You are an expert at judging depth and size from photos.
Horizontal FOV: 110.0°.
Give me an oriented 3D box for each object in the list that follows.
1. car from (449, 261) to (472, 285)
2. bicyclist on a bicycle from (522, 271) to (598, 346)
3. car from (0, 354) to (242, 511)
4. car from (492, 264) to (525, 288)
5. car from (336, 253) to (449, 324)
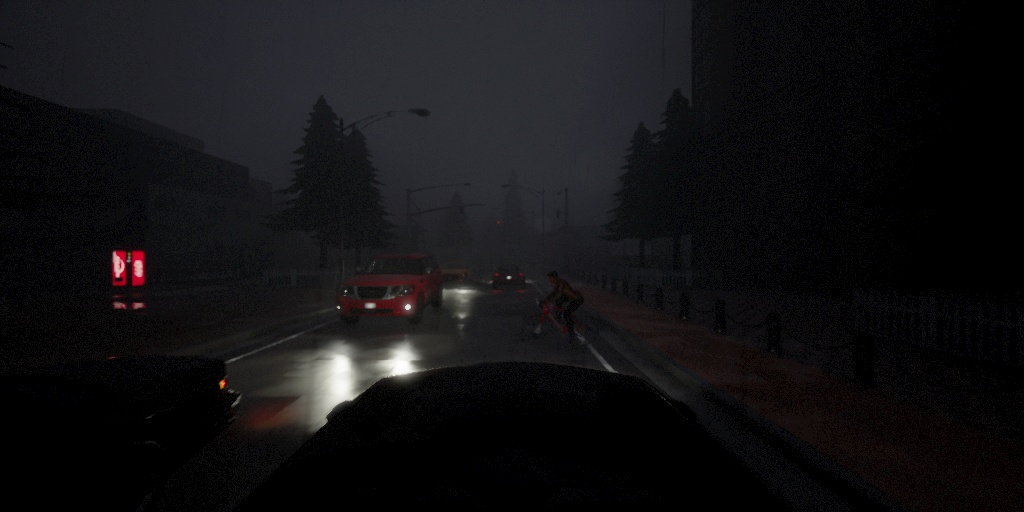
[{"bbox_3d":[-3.837,1.114,24.592,1.882,1.535,5.008,0,0,-1],"label":"car"},{"bbox_3d":[1.038,1.145,7.725,1.656,1.620,0.582,0,0,-1],"label":"bicyclist on a bicycle"},{"bbox_3d":[-3.564,1.308,1.158,2.033,1.411,5.357,0,0,-1],"label":"car"},{"bbox_3d":[-0.204,1.194,22.482,1.994,1.385,4.181,0,0,-1],"label":"car"},{"bbox_3d":[-3.736,0.920,12.075,2.150,2.045,5.566,0,0,-1],"label":"car"}]
